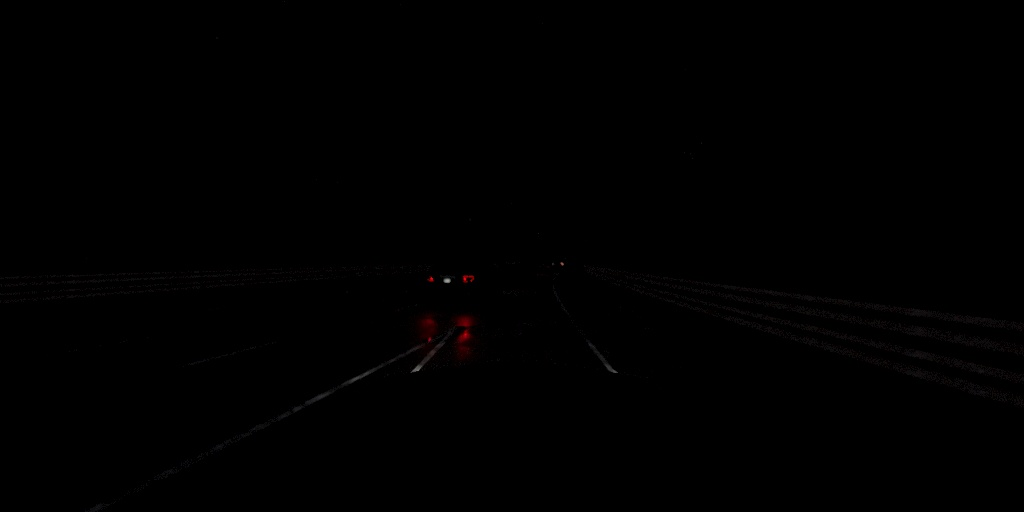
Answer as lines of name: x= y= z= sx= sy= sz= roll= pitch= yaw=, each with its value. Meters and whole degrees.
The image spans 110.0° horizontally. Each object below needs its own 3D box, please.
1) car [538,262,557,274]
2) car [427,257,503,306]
car: x=4.737 y=1.646 z=49.671 sx=1.882 sy=1.535 sz=5.008 roll=0 pitch=-1 yaw=12
car: x=-2.006 y=1.091 z=16.751 sx=2.150 sy=2.045 sz=5.566 roll=0 pitch=0 yaw=12
